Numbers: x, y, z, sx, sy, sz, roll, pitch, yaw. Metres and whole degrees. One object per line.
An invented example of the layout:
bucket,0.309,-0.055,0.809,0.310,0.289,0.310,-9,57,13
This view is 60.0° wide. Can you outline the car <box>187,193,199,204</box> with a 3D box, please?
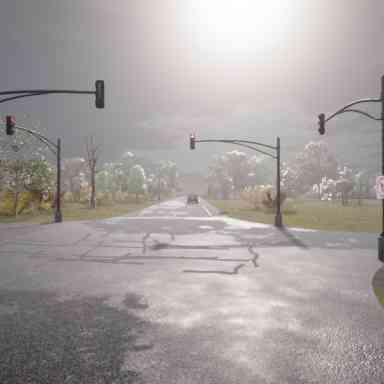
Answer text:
car,0.150,1.293,67.563,2.150,2.045,5.566,0,0,0
